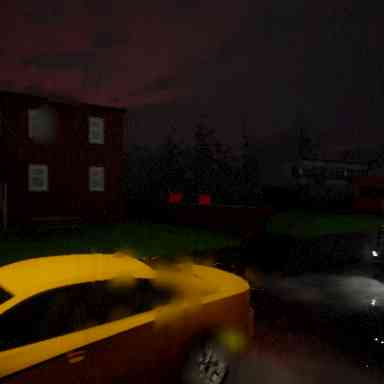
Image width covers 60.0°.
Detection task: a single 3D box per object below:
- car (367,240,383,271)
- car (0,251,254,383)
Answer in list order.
[{"bbox_3d":[7.316,1.533,9.732,5.357,1.411,2.033,0,0,-35],"label":"car"},{"bbox_3d":[-1.536,1.477,3.480,5.008,1.535,1.882,0,0,-36],"label":"car"}]
